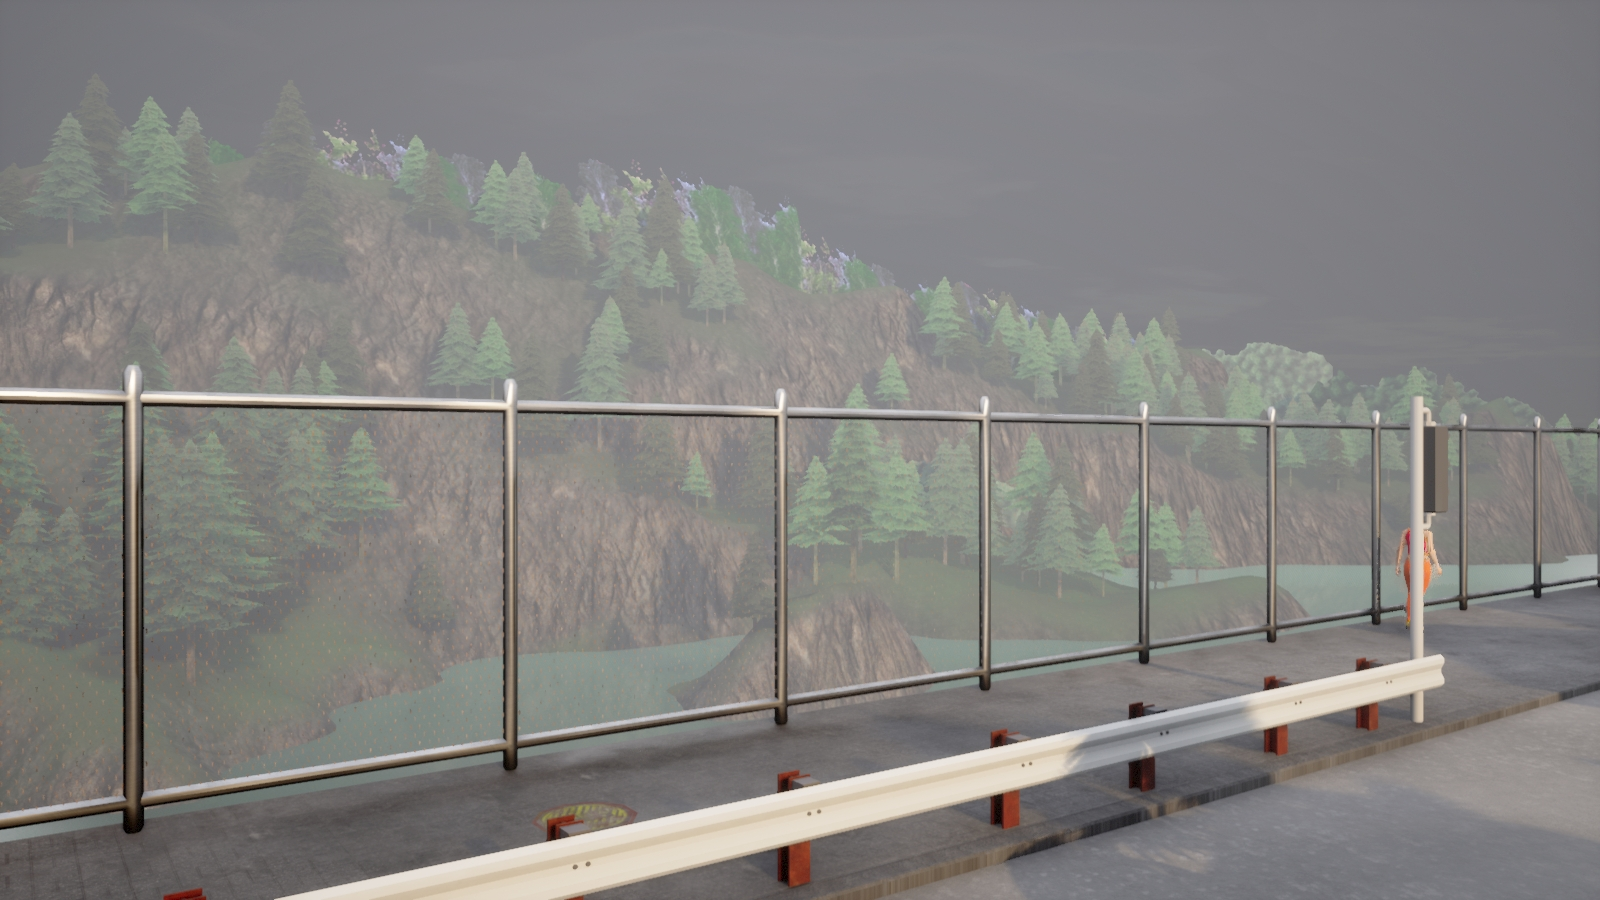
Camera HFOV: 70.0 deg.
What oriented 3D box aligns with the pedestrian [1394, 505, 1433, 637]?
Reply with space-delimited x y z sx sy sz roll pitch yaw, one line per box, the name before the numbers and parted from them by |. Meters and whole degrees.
pedestrian | 8.915 1.737 16.601 0.375 1.860 0.375 0 0 -37
